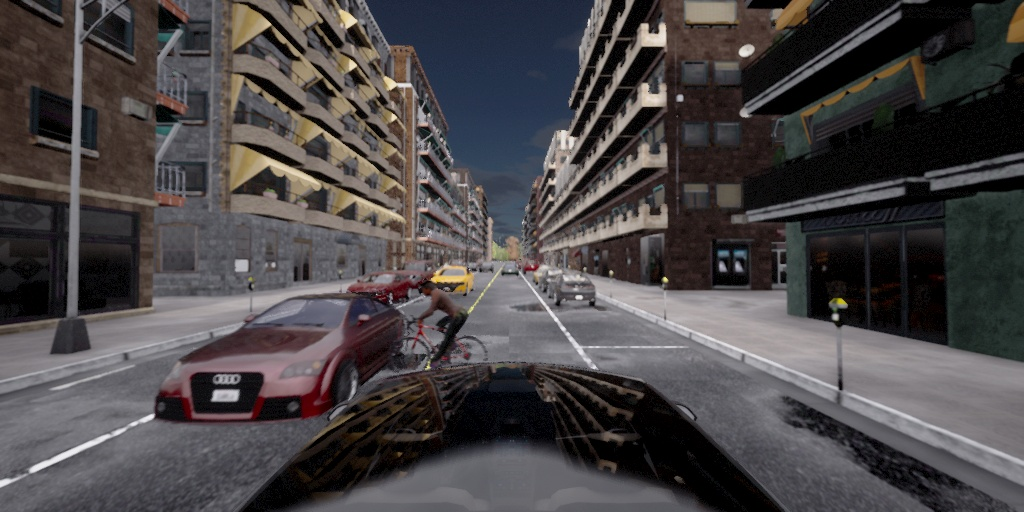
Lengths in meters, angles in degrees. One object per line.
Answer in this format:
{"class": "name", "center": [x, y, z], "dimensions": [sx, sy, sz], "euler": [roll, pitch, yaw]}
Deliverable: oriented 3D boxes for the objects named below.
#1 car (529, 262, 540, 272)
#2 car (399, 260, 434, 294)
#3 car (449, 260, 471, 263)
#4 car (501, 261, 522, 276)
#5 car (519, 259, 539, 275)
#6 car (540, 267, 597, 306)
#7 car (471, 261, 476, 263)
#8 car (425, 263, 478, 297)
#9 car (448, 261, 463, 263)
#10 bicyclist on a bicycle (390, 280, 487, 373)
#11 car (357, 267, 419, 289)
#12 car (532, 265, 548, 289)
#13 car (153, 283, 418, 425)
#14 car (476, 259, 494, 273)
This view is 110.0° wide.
{"class": "car", "center": [2.492, 1.437, 27.414], "dimensions": [1.751, 1.417, 4.829], "euler": [0, 0, 0]}
{"class": "car", "center": [-5.842, 1.191, 21.641], "dimensions": [2.192, 1.841, 5.009], "euler": [0, 0, 0]}
{"class": "car", "center": [-5.980, 1.299, 38.343], "dimensions": [2.192, 1.841, 5.009], "euler": [0, 0, 0]}
{"class": "car", "center": [-0.212, 1.565, 40.978], "dimensions": [1.994, 1.385, 4.181], "euler": [0, 0, 0]}
{"class": "car", "center": [2.356, 1.335, 43.947], "dimensions": [2.192, 1.841, 5.009], "euler": [0, 0, 0]}
{"class": "car", "center": [2.585, 1.391, 16.109], "dimensions": [2.007, 1.370, 4.403], "euler": [0, 0, 0]}
{"class": "car", "center": [-6.117, 1.661, 55.047], "dimensions": [1.948, 1.339, 4.313], "euler": [0, 0, 0]}
{"class": "car", "center": [-3.231, 1.344, 20.083], "dimensions": [1.882, 1.535, 5.008], "euler": [0, -1, 0]}
{"class": "car", "center": [-5.932, 1.474, 32.606], "dimensions": [1.751, 1.417, 4.829], "euler": [0, 0, 0]}
{"class": "bicyclist on a bicycle", "center": [-1.243, 1.230, 6.034], "dimensions": [1.656, 1.620, 0.582], "euler": [-1, 0, -1]}
{"class": "car", "center": [-5.796, 1.386, 16.074], "dimensions": [1.888, 1.381, 4.507], "euler": [0, 0, 0]}
{"class": "car", "center": [2.539, 1.426, 21.676], "dimensions": [2.007, 1.370, 4.403], "euler": [0, 0, 0]}
{"class": "car", "center": [-3.123, 1.340, 5.883], "dimensions": [1.994, 1.385, 4.181], "euler": [0, 0, -1]}
{"class": "car", "center": [-3.473, 1.533, 49.041], "dimensions": [1.882, 1.535, 5.008], "euler": [0, 0, 0]}
